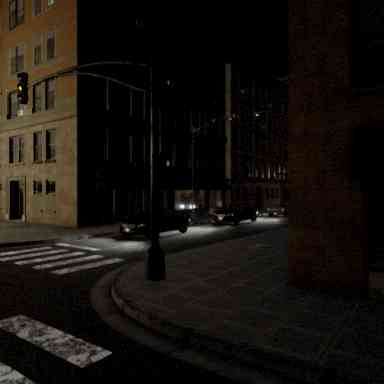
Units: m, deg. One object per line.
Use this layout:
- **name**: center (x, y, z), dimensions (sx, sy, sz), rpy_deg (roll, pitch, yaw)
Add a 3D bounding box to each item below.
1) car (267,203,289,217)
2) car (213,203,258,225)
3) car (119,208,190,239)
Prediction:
- **car**: center (9.356, 1.790, 34.011), dimensions (1.895, 1.301, 4.718), rpy_deg (0, 0, 36)
- **car**: center (3.453, 1.626, 25.748), dimensions (2.128, 1.511, 4.902), rpy_deg (0, 0, 35)
- **car**: center (-1.878, 1.609, 18.276), dimensions (1.812, 1.442, 4.674), rpy_deg (0, 0, 34)
